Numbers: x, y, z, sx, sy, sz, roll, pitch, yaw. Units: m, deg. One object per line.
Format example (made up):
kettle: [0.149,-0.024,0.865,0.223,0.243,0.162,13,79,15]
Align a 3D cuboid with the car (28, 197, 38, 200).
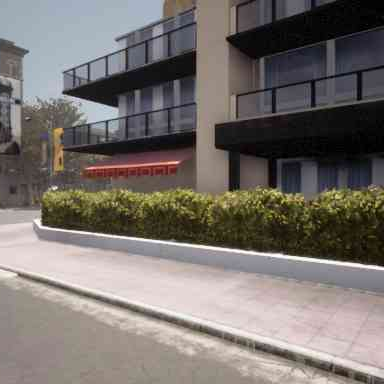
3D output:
car: [-34.495,1.481,68.404,4.892,1.521,2.231,0,0,37]
